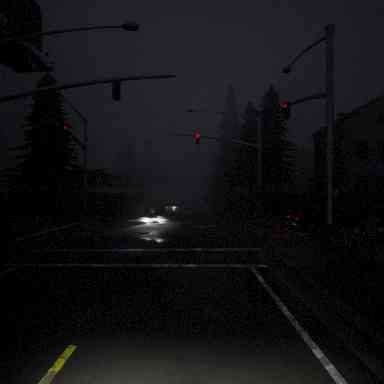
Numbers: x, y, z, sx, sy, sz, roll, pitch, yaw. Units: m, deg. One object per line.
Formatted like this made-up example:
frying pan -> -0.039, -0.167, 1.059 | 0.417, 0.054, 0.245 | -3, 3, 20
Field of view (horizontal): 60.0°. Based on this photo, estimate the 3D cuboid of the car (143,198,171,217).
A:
car -> -3.510, 1.491, 32.026 | 2.128, 1.511, 4.902 | 0, 0, 0

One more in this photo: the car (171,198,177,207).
car -> -3.414, 1.564, 52.080 | 1.994, 1.385, 4.181 | 0, 0, 1

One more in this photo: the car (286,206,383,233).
car -> 7.631, 1.407, 17.724 | 4.718, 1.301, 1.895 | 0, 0, -2
